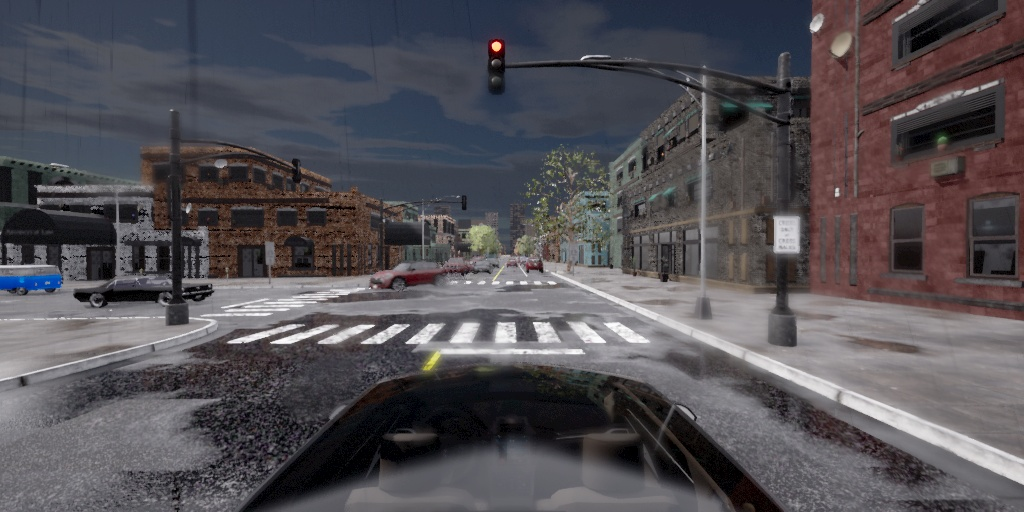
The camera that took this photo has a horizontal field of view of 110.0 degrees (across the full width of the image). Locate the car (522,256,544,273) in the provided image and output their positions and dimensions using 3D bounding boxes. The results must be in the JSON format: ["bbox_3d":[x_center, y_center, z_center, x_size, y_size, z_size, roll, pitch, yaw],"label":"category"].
[{"bbox_3d":[2.663,1.055,42.860,2.192,1.841,5.009,0,0,0],"label":"car"}]

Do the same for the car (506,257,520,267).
[{"bbox_3d":[0.054,1.261,63.899,1.812,1.442,4.674,0,0,0],"label":"car"}]

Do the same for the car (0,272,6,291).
[{"bbox_3d":[-26.705,1.646,16.220,4.674,1.442,1.812,-1,1,-1],"label":"car"}]

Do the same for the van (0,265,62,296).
[{"bbox_3d":[-30.312,1.458,21.972,3.998,1.789,1.690,0,0,-1],"label":"van"}]

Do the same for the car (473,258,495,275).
[{"bbox_3d":[-3.128,1.247,38.751,1.837,1.490,4.892,0,0,0],"label":"car"}]

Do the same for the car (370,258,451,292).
[{"bbox_3d":[-6.344,1.131,22.079,2.097,1.767,4.553,-1,0,39],"label":"car"}]

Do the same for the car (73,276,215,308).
[{"bbox_3d":[-16.547,1.577,16.351,4.718,1.301,1.895,-1,1,-1],"label":"car"}]

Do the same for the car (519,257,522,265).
[{"bbox_3d":[2.650,1.287,59.491,2.007,1.370,4.403,0,0,0],"label":"car"}]

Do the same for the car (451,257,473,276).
[{"bbox_3d":[-5.713,1.057,37.309,2.192,1.841,5.009,0,0,0],"label":"car"}]

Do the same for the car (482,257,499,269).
[{"bbox_3d":[-3.127,1.089,56.704,2.097,1.767,4.553,0,0,0],"label":"car"}]
